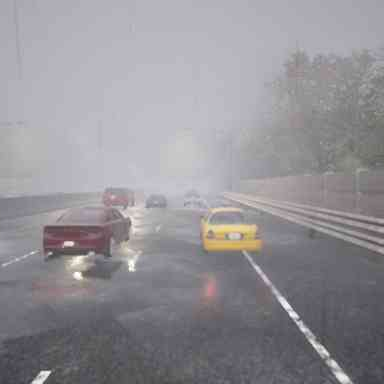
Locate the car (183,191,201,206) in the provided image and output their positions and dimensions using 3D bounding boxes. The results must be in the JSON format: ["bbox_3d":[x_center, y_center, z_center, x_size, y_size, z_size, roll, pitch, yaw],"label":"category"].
[{"bbox_3d":[0.056,0.836,36.211,1.895,1.301,4.718,0,1,1],"label":"car"}]

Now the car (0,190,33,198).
[{"bbox_3d":[-21.088,0.701,40.111,2.033,1.411,5.357,0,1,0],"label":"car"}]

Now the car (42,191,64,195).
[{"bbox_3d":[-17.579,0.619,42.044,1.837,1.490,4.892,0,1,0],"label":"car"}]

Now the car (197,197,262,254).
[{"bbox_3d":[1.227,1.194,12.129,1.801,1.575,5.366,0,1,0],"label":"car"}]

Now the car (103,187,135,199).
[{"bbox_3d":[-6.900,0.552,31.646,2.150,2.045,5.566,0,1,0],"label":"car"}]

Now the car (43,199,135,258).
[{"bbox_3d":[-3.397,1.225,11.667,1.882,1.535,5.008,0,1,0],"label":"car"}]

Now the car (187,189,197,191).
[{"bbox_3d":[0.011,0.346,47.818,2.097,1.767,4.553,0,1,0],"label":"car"}]

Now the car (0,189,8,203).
[{"bbox_3d":[-24.578,0.504,40.139,2.097,1.767,4.553,0,1,0],"label":"car"}]

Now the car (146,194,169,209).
[{"bbox_3d":[-3.393,0.868,32.928,1.994,1.385,4.181,0,1,0],"label":"car"}]
